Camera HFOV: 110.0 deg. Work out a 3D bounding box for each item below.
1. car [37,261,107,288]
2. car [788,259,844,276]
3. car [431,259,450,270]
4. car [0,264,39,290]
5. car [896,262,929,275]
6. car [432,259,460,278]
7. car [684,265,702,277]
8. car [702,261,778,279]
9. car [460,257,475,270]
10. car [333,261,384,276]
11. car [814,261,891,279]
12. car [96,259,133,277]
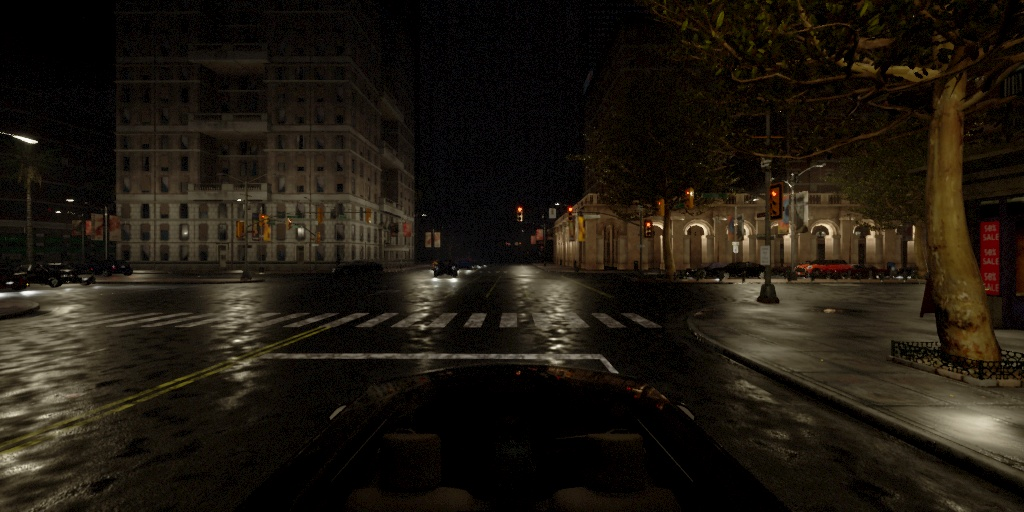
[{"bbox_3d":[-30.235,1.242,23.398,4.902,1.511,2.128,0,0,1],"label":"car"},{"bbox_3d":[29.938,1.102,34.577,4.553,1.767,2.097,0,0,0],"label":"car"},{"bbox_3d":[-10.459,1.228,52.749,1.882,1.535,5.008,0,0,0],"label":"car"},{"bbox_3d":[-29.795,1.314,19.887,4.181,1.385,1.994,0,0,1],"label":"car"},{"bbox_3d":[40.498,1.297,34.480,5.357,1.411,2.033,0,0,1],"label":"car"},{"bbox_3d":[-6.329,1.102,34.173,2.097,1.767,4.553,0,0,-9],"label":"car"},{"bbox_3d":[19.649,1.297,34.666,5.357,1.411,2.033,0,0,1],"label":"car"},{"bbox_3d":[19.704,1.228,31.165,5.008,1.535,1.882,0,0,0],"label":"car"},{"bbox_3d":[-6.958,1.228,52.169,1.882,1.535,5.008,0,0,0],"label":"car"},{"bbox_3d":[-15.760,1.241,37.080,4.902,1.511,2.128,0,0,-38],"label":"car"},{"bbox_3d":[29.581,1.351,31.082,4.718,1.301,1.895,0,0,1],"label":"car"},{"bbox_3d":[-40.254,1.102,35.167,4.553,1.767,2.097,0,0,0],"label":"car"}]
